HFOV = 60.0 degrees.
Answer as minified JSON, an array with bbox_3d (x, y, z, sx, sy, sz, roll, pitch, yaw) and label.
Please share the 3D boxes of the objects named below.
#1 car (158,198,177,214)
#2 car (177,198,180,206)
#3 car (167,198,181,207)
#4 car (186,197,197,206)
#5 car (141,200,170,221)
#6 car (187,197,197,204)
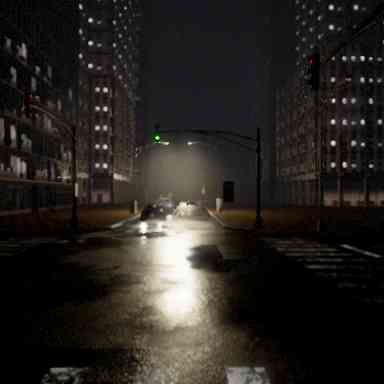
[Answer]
[{"bbox_3d":[-3.111,1.471,37.181,2.097,1.767,4.553,0,0,0],"label":"car"},{"bbox_3d":[-3.052,1.697,47.442,2.033,1.411,5.357,0,0,0],"label":"car"},{"bbox_3d":[-3.046,1.729,57.752,2.033,1.411,5.357,0,0,0],"label":"car"},{"bbox_3d":[-0.045,1.784,58.391,1.895,1.301,4.718,0,0,0],"label":"car"},{"bbox_3d":[-3.130,1.654,28.024,1.994,1.385,4.181,0,0,-1],"label":"car"},{"bbox_3d":[-0.054,1.699,68.365,2.033,1.411,5.357,0,0,0],"label":"car"}]
